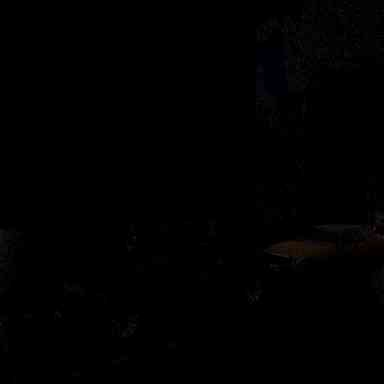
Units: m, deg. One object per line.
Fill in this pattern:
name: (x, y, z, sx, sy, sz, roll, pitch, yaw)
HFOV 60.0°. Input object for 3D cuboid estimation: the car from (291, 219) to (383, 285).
car: (3.954, 1.526, 9.533, 4.829, 1.417, 1.752, 0, 0, -36)

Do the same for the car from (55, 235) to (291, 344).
car: (-0.315, 1.566, 6.447, 4.313, 1.339, 1.947, 0, 0, -36)
